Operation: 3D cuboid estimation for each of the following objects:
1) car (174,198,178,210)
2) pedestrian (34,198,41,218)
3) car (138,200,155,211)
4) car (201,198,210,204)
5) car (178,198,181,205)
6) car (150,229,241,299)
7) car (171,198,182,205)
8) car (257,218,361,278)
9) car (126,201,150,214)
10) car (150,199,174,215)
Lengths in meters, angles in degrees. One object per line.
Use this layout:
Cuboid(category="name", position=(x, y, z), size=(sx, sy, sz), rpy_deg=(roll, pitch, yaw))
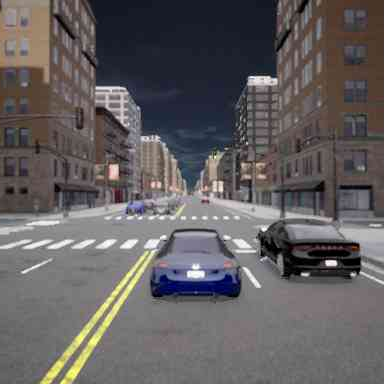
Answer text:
Cuboid(category="car", position=(-3.367, 1.881, 47.475), size=(1.837, 1.490, 4.892), rpy_deg=(0, 0, 0))
Cuboid(category="pedestrian", position=(-14.155, 1.412, 30.373), size=(0.375, 1.860, 0.375), rpy_deg=(0, -1, 0))
Cuboid(category="car", position=(-6.620, 1.950, 48.800), size=(1.994, 1.385, 4.181), rpy_deg=(0, 0, 0))
Cuboid(category="car", position=(3.215, 2.102, 79.853), size=(1.882, 1.535, 5.008), rpy_deg=(0, 0, 0))
Cuboid(category="car", position=(-3.355, 1.961, 57.994), size=(1.837, 1.490, 4.892), rpy_deg=(0, 0, 0))
Cuboid(category="car", position=(0.083, 1.635, 8.686), size=(1.994, 1.385, 4.181), rpy_deg=(0, 0, 0))
Cuboid(category="car", position=(-3.282, 2.017, 71.469), size=(2.128, 1.511, 4.902), rpy_deg=(0, 0, 0))
Cuboid(category="car", position=(3.346, 1.562, 10.434), size=(1.882, 1.535, 5.008), rpy_deg=(0, 0, 0))
Cuboid(category="car", position=(-6.611, 1.794, 39.798), size=(1.882, 1.535, 5.008), rpy_deg=(0, 0, 0))
Cuboid(category="car", position=(-3.369, 1.830, 38.223), size=(1.812, 1.442, 4.674), rpy_deg=(0, 0, 0))
